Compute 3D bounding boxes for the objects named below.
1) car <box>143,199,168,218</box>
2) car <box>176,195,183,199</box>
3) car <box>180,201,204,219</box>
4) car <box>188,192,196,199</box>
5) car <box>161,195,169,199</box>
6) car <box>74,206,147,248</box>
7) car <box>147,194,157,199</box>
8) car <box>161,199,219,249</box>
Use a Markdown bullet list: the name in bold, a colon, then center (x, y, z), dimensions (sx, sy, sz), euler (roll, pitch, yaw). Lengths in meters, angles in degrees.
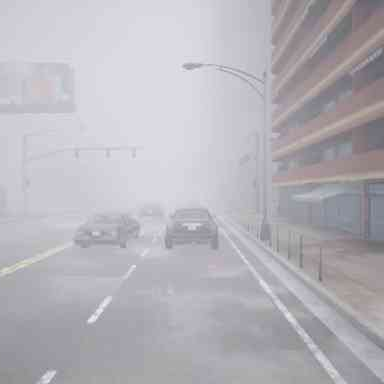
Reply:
- **car**: center (-3.500, 1.571, 29.650), dimensions (1.994, 1.385, 4.181), euler (0, 0, 0)
- **car**: center (-3.500, 1.463, 90.472), dimensions (2.033, 1.411, 5.357), euler (0, 0, 0)
- **car**: center (0.000, 1.571, 29.650), dimensions (1.994, 1.385, 4.181), euler (0, 0, 0)
- **car**: center (0.000, 1.147, 90.504), dimensions (2.150, 2.045, 5.566), euler (0, 0, 0)
- **car**: center (-7.000, 1.493, 87.083), dimensions (1.837, 1.490, 4.892), euler (0, 0, 0)
- **car**: center (-3.500, 1.561, 14.650), dimensions (2.033, 1.411, 5.357), euler (0, 0, 0)
- **car**: center (-10.500, 1.348, 87.096), dimensions (2.097, 1.767, 4.553), euler (0, 0, 0)
- **car**: center (0.000, 1.364, 14.620), dimensions (2.097, 1.767, 4.553), euler (0, 0, 0)
